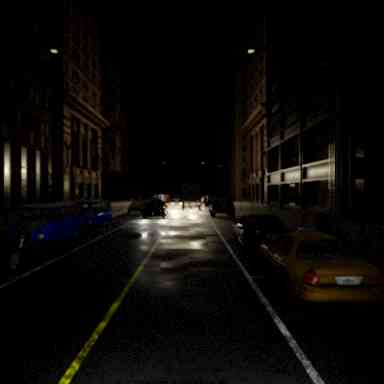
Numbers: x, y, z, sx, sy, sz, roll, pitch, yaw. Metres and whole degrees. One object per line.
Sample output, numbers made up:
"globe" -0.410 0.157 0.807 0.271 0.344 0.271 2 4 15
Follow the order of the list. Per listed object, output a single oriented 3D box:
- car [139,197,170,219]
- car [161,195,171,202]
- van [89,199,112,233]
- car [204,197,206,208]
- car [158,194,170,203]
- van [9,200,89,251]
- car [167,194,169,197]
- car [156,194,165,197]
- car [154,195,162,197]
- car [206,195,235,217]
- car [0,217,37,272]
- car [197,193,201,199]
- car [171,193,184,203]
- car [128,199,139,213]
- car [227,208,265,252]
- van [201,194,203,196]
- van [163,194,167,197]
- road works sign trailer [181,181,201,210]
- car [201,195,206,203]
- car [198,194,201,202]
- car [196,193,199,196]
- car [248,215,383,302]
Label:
"car" -3.141 1.483 28.961 1.837 1.490 4.892 0 0 0
"car" -5.877 1.493 75.221 1.752 1.417 4.829 0 0 0
"van" -5.791 1.325 19.207 1.690 1.788 3.998 0 0 0
"car" 2.708 1.525 36.085 2.008 1.369 4.403 0 0 0
"car" -5.869 1.283 69.772 2.192 1.841 5.009 0 0 0
"van" -5.782 1.329 13.588 1.690 1.788 3.998 0 0 0
"car" -5.860 1.520 64.153 2.008 1.369 4.403 0 0 0
"car" -5.843 1.515 52.916 1.887 1.381 4.507 0 0 0
"car" -5.834 1.516 47.298 1.887 1.381 4.507 0 0 0
"car" 2.717 1.291 30.466 2.192 1.841 5.009 0 0 0
"car" -5.774 1.538 7.970 1.887 1.381 4.507 0 0 0
"car" 2.648 1.549 75.416 1.802 1.307 4.206 0 0 0
"car" -3.105 1.445 69.212 1.882 1.535 5.008 0 0 0
"car" -5.817 1.500 35.891 1.752 1.417 4.829 0 0 0
"car" 2.743 1.554 13.610 1.947 1.339 4.313 0 0 0
"van" 2.682 1.311 52.941 1.690 1.788 3.998 0 0 0
"van" -5.852 1.311 58.535 1.690 1.788 3.998 0 0 0
"road works sign trailer" -0.062 0.437 40.684 2.380 3.560 2.880 0 0 0
"car" 2.691 1.522 47.322 2.008 1.369 4.403 0 0 0
"car" 2.665 1.494 64.349 1.752 1.417 4.829 0 0 0
"car" 2.630 1.492 86.824 1.752 1.417 4.829 0 0 0
"car" 2.751 1.518 8.161 1.752 1.417 4.829 0 0 0
